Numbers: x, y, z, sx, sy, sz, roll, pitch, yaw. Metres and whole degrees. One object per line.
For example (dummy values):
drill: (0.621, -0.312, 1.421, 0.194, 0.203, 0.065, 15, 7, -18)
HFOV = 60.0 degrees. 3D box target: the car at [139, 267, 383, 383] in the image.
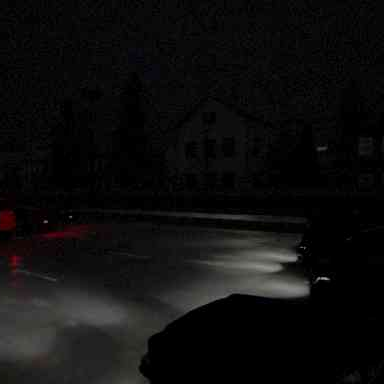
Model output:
car: (1.822, 1.601, 2.693, 4.718, 1.301, 1.895, 0, 0, 35)

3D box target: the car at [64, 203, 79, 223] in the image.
car: (-10.288, 1.507, 24.226, 4.902, 1.511, 2.128, 0, 0, 35)

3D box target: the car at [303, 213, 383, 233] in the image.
car: (5.330, 1.506, 8.789, 4.892, 1.490, 1.837, 0, 0, 35)

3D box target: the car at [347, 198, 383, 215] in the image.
car: (6.941, 1.223, 11.939, 5.566, 2.045, 2.150, 0, 0, 36)

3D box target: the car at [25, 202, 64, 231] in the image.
car: (-10.064, 1.491, 19.767, 5.008, 1.535, 1.882, 0, 0, 35)

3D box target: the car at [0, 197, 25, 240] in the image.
car: (-10.606, 1.233, 15.855, 5.566, 2.045, 2.150, 0, 0, 35)

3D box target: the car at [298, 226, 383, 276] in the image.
car: (4.310, 1.526, 5.218, 4.674, 1.442, 1.812, 0, 0, 36)
